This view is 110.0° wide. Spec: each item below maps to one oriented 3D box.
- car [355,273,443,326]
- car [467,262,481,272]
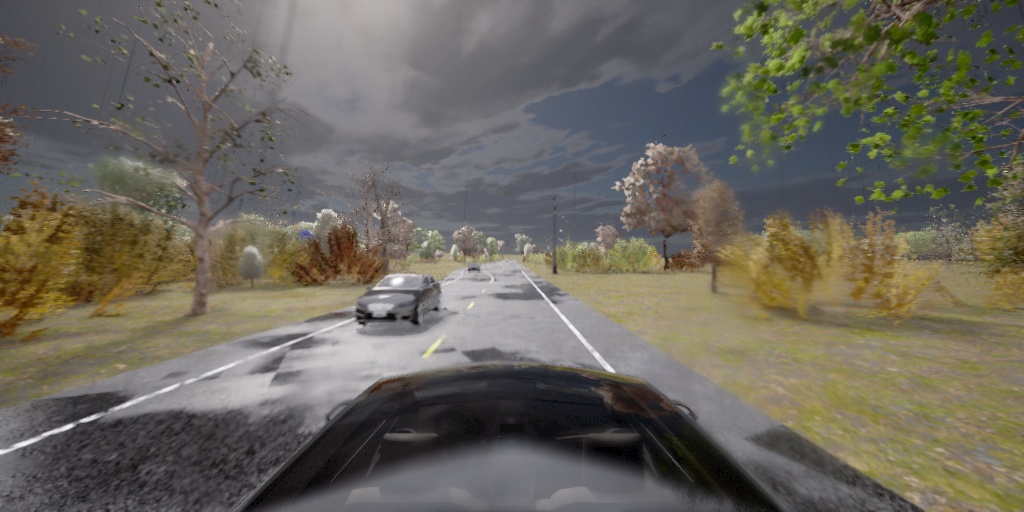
[{"bbox_3d":[-3.612,1.342,12.220,2.128,1.511,4.902,0,-1,0],"label":"car"},{"bbox_3d":[-5.796,1.708,54.685,1.837,1.490,4.892,0,0,-7],"label":"car"}]
